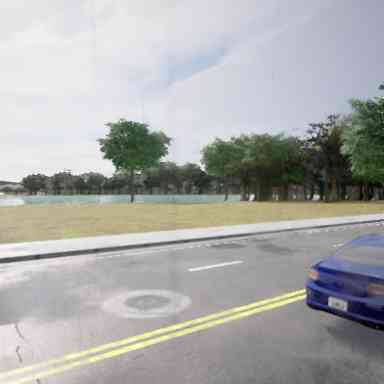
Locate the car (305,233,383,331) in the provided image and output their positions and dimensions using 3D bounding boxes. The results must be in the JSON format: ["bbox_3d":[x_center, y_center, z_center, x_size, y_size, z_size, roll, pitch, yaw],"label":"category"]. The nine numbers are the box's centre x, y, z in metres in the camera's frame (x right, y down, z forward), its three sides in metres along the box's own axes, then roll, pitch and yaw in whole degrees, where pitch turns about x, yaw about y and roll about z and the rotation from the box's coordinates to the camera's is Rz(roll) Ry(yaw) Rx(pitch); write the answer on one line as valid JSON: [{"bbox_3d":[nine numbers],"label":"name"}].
[{"bbox_3d":[4.067,1.516,6.343,4.674,1.442,1.812,0,0,-35],"label":"car"}]
